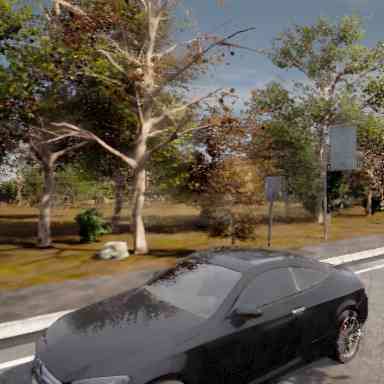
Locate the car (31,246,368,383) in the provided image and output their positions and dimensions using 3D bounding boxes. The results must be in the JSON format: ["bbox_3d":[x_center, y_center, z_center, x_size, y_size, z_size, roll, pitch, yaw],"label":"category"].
[{"bbox_3d":[0.495,1.522,4.343,4.674,1.442,1.812,0,0,-35],"label":"car"}]
